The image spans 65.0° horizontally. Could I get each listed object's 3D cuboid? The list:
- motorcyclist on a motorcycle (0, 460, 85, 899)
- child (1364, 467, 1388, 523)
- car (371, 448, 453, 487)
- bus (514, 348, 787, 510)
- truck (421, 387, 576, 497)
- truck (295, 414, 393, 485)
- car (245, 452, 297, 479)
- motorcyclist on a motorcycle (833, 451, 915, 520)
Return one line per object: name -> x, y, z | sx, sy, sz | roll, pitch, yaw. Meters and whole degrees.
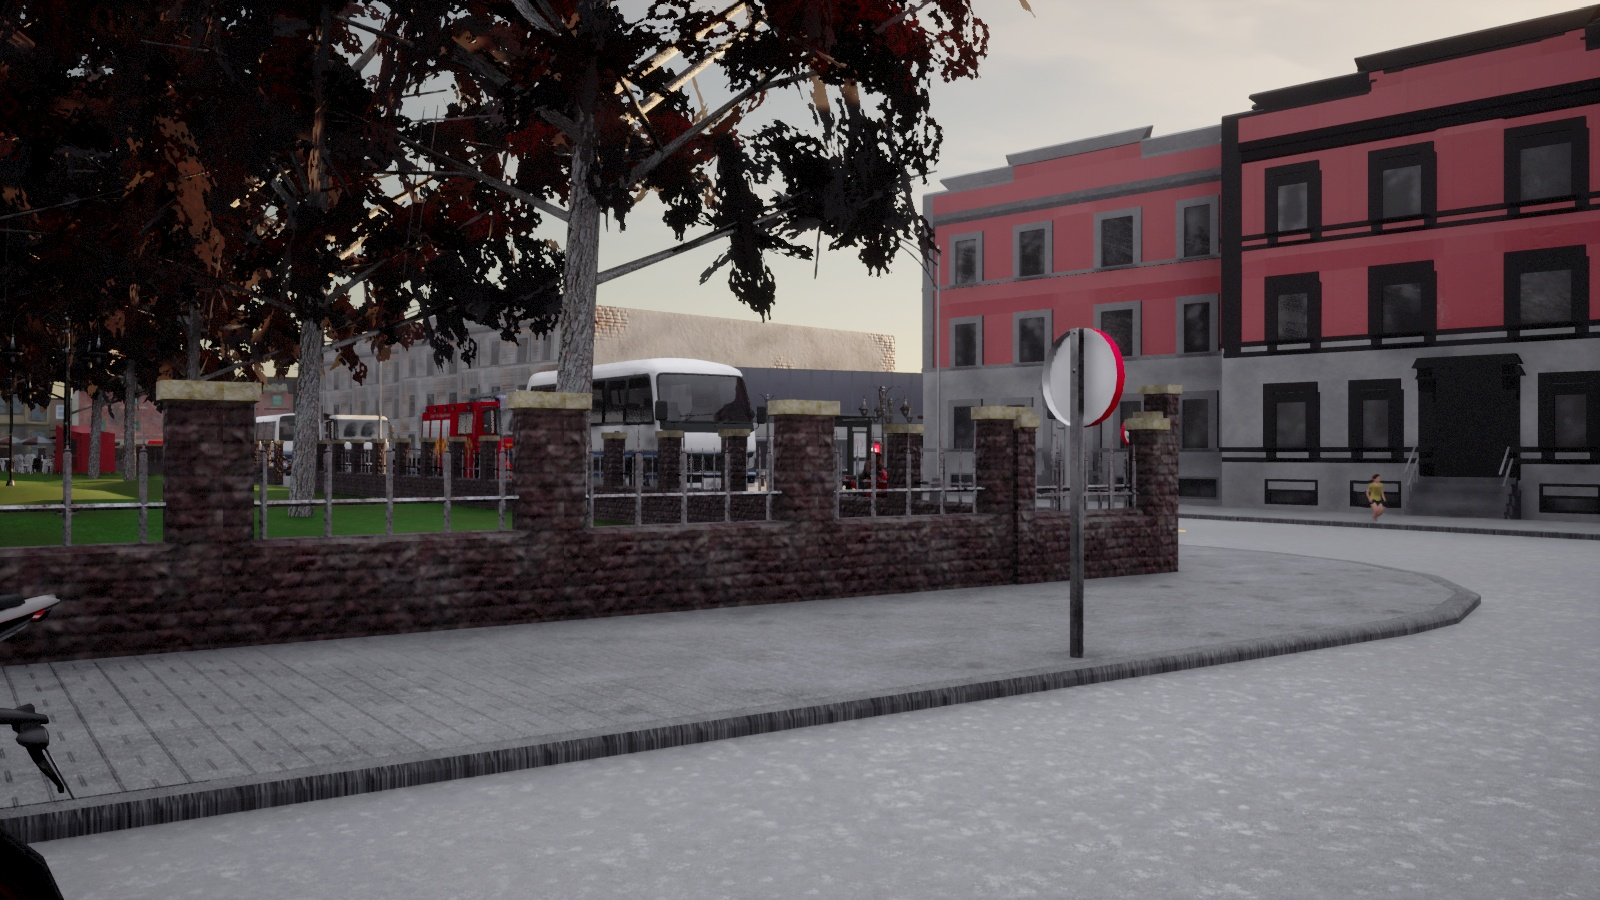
motorcyclist on a motorcycle -> -2.687, 0.791, 2.423 | 2.191, 1.530, 0.866 | 0, 0, -36
child -> 11.766, 0.914, 25.661 | 0.255, 1.110, 0.394 | 0, 0, -15
car -> -17.433, 0.764, 56.298 | 2.242, 1.667, 4.611 | 0, 0, -35
bus -> -4.915, -0.527, 38.321 | 3.944, 4.253, 10.273 | 0, 0, -34
truck -> -11.704, -0.277, 48.073 | 2.891, 3.827, 8.468 | 0, 0, -35
truck -> -23.914, -0.026, 65.594 | 2.891, 3.462, 7.936 | 0, 0, -35
car -> -33.411, 0.939, 79.190 | 2.033, 1.649, 4.856 | 0, 0, -35
motorcyclist on a motorcycle -> 1.688, 0.794, 28.856 | 0.797, 1.523, 2.044 | 0, 0, -35
